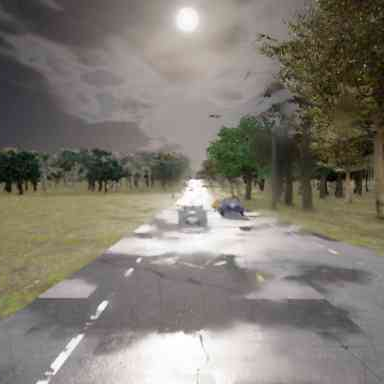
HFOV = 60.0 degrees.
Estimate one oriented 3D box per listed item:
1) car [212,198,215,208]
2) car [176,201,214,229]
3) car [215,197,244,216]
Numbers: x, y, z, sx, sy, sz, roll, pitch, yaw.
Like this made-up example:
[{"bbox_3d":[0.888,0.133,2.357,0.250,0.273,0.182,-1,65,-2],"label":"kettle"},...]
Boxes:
[{"bbox_3d":[3.661,1.333,43.900,1.882,1.535,5.008,0,1,1],"label":"car"},{"bbox_3d":[0.058,1.441,21.220,2.128,1.511,4.902,0,0,0],"label":"car"},{"bbox_3d":[3.666,1.272,31.976,2.097,1.767,4.553,0,0,0],"label":"car"}]
